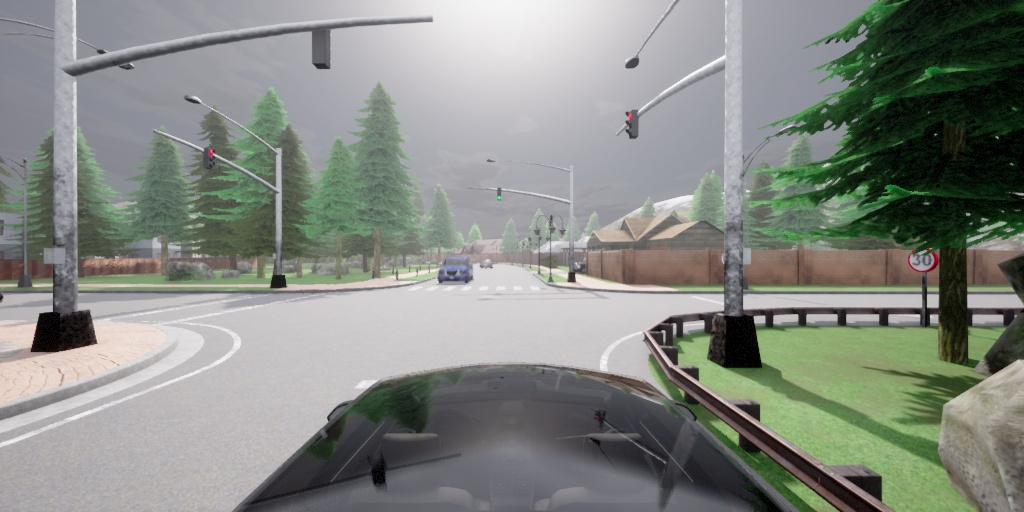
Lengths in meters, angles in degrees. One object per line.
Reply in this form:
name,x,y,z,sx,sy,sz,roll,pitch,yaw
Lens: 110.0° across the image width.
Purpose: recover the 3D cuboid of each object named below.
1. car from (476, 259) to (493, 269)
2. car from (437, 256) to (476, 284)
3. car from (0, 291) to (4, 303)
car,-3.902,1.273,55.546,2.128,1.511,4.902,0,1,0
car,-4.184,1.060,27.178,2.150,2.045,5.566,0,1,-2
car,-21.328,1.261,12.772,4.674,1.442,1.812,0,0,0
